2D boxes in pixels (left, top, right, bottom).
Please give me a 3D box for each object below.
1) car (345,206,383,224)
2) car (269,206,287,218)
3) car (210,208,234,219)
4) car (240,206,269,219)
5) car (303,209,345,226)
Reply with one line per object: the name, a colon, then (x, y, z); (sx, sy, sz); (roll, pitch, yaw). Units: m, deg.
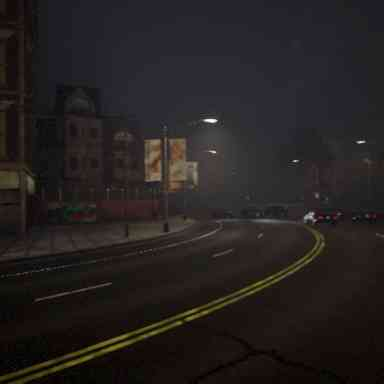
car: (14.971, 2.144, 30.553); (2.033, 1.411, 5.357); (-1, -2, 4)
car: (10.727, 2.542, 43.245); (1.837, 1.490, 4.892); (-1, -1, -9)
car: (3.797, 2.767, 43.261); (2.033, 1.411, 5.357); (-1, -2, -12)
car: (7.479, 2.555, 42.015); (2.128, 1.511, 4.902); (-1, -2, -8)
car: (11.238, 2.177, 29.250); (2.033, 1.411, 5.357); (-1, -2, 7)
